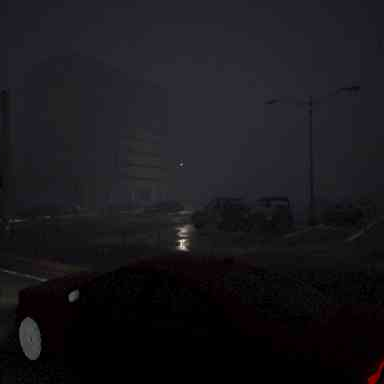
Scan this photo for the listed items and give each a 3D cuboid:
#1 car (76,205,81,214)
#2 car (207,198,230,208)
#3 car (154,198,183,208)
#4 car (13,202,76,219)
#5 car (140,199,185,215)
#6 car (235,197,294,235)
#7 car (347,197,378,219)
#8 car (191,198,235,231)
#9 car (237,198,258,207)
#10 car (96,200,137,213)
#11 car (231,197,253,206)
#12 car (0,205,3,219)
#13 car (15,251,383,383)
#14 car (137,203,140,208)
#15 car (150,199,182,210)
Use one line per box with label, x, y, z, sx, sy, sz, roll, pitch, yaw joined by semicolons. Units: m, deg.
car;-15.224;1.887;38.742;1.812;1.442;4.674;-1;0;34
car;4.409;1.821;55.100;1.812;1.442;4.674;-1;0;34
car;-3.860;1.860;55.638;2.128;1.511;4.902;-1;0;34
car;-14.771;1.871;33.154;2.033;1.411;5.357;-1;0;34
car;-3.040;1.800;37.720;2.033;1.411;5.357;-1;0;34
car;4.264;1.230;18.380;1.905;1.878;3.866;-1;0;34
car;16.286;1.447;31.338;1.970;1.475;3.806;-1;0;34
car;1.896;1.258;20.046;1.932;1.855;4.605;-1;0;34
car;9.384;1.824;56.253;1.994;1.385;4.181;-1;0;34
car;-9.430;1.928;41.117;1.895;1.301;4.718;-1;0;34
car;9.480;1.790;62.674;2.128;1.511;4.902;-1;0;34
car;-20.236;1.710;31.291;2.097;1.767;4.553;-1;0;34
car;-0.274;1.504;4.181;5.008;1.535;1.882;0;0;35
car;-9.564;1.912;47.199;2.033;1.411;5.357;-1;0;33
car;-3.760;1.822;49.549;2.128;1.511;4.902;-1;0;34
